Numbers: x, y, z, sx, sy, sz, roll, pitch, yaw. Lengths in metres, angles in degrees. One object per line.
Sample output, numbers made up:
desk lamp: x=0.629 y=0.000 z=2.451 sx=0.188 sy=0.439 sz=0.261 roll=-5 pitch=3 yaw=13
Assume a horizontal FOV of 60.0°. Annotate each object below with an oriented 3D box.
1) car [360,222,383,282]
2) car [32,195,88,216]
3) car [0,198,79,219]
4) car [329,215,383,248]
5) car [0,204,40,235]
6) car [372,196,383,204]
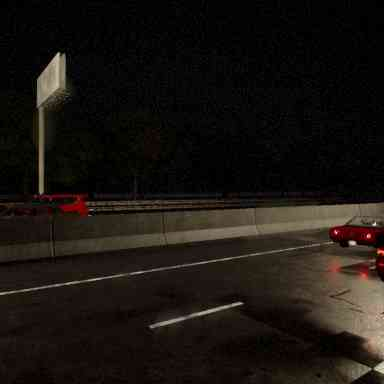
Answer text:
car: x=6.378 y=1.527 z=8.314 sx=4.674 sy=1.442 sz=1.812 roll=0 pitch=0 yaw=-35
car: x=-9.981 y=1.221 z=22.673 sx=5.566 sy=2.045 sz=2.150 roll=0 pitch=0 yaw=-36
car: x=-7.997 y=1.352 z=15.489 sx=4.553 sy=1.767 sz=2.097 roll=0 pitch=0 yaw=-36
car: x=7.762 y=1.602 z=13.611 sx=4.718 sy=1.301 sz=1.895 roll=0 pitch=0 yaw=-35
car: x=-10.967 y=1.477 z=17.668 sx=5.008 sy=1.535 sz=1.882 roll=0 pitch=0 yaw=-36
car: x=29.498 y=1.427 z=51.088 sx=4.892 sy=1.490 sz=1.837 roll=0 pitch=0 yaw=-36
